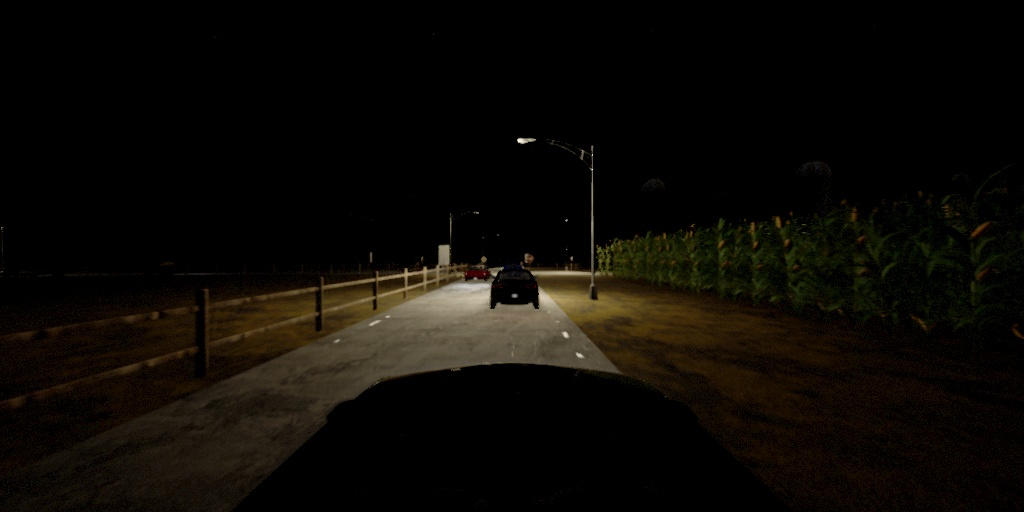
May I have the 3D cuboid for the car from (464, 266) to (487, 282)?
[{"bbox_3d":[-2.828,1.471,30.102,1.895,1.301,4.718,0,0,0],"label":"car"}]

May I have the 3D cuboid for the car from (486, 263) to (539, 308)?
[{"bbox_3d":[0.098,1.261,15.327,1.882,1.535,5.008,0,0,0],"label":"car"}]
